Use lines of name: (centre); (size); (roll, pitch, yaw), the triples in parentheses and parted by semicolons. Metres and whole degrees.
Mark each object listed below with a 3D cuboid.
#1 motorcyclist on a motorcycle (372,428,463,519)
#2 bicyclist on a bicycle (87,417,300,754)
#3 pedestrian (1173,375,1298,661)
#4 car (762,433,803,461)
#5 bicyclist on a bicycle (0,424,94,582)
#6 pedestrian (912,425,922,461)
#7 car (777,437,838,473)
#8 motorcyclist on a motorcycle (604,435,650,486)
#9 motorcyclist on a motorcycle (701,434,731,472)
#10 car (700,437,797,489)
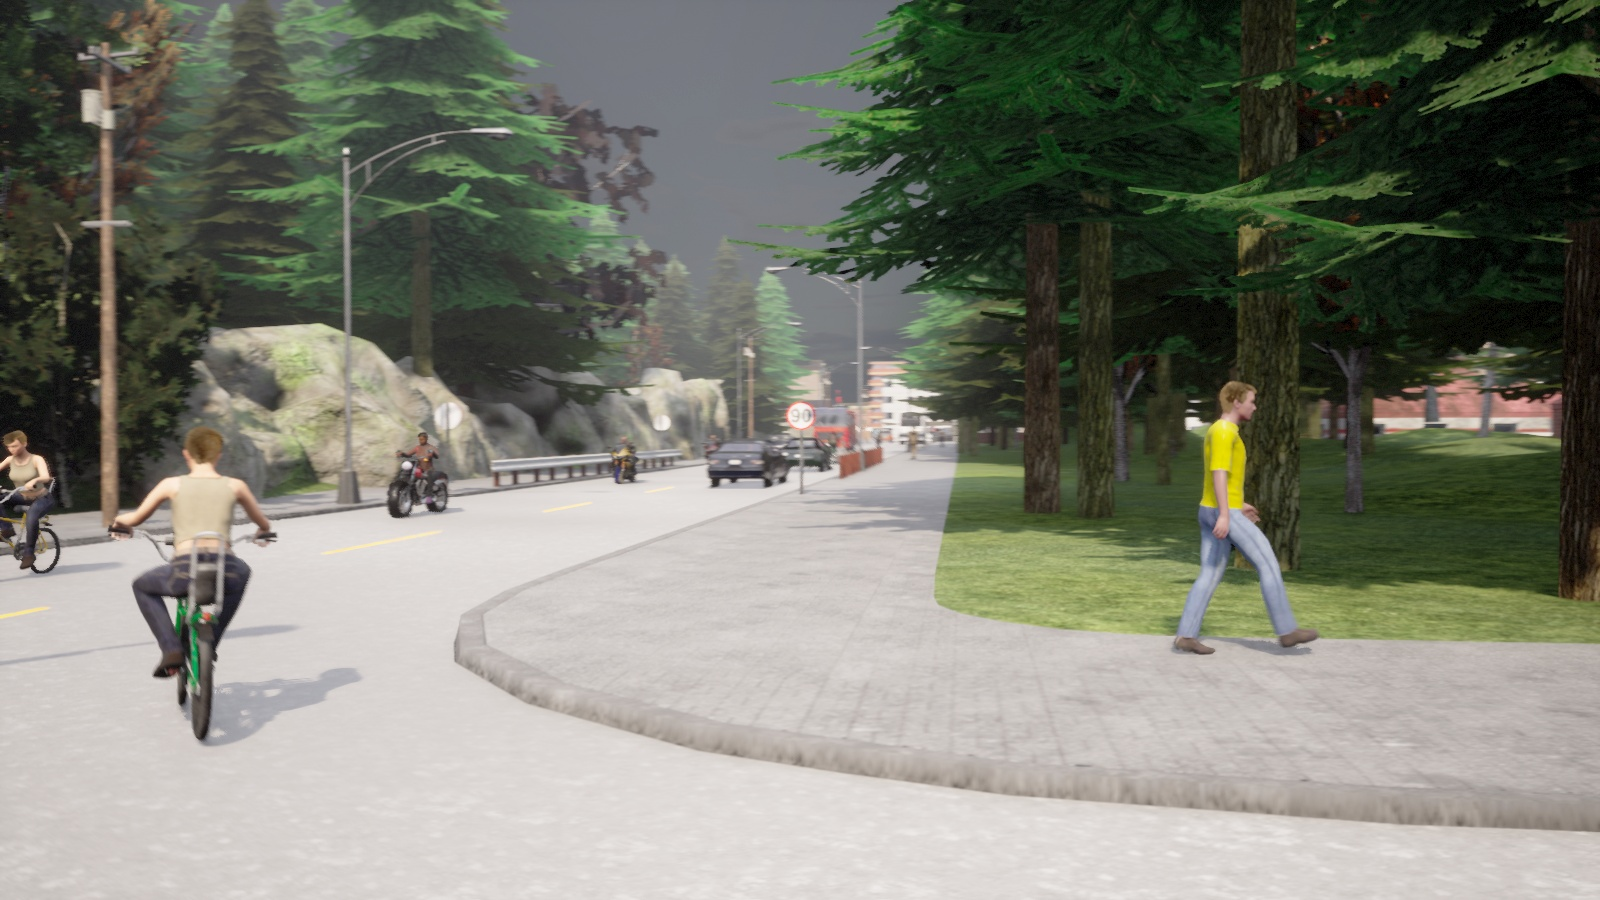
motorcyclist on a motorcycle: (-7.252, 0.407, 23.960); (0.766, 1.649, 2.350); (0, 1, 7)
bicyclist on a bicycle: (-3.353, 0.652, 6.871); (0.866, 1.612, 1.509); (3, 0, -30)
pedestrian: (2.856, 0.435, 8.276); (0.706, 1.836, 0.354); (0, 1, 8)
car: (-0.982, -0.207, 72.115); (1.789, 1.549, 3.705); (0, 1, 8)
bicyclist on a bicycle: (-8.547, 0.531, 13.596); (0.866, 1.612, 1.509); (1, 1, 6)
pedestrian: (6.227, -0.368, 67.029); (0.396, 1.930, 0.692); (1, 1, 16)
car: (0.357, 0.171, 51.724); (1.994, 1.385, 4.181); (0, 1, 7)
motorcyclist on a motorcycle: (-5.340, 0.294, 38.811); (0.866, 1.530, 2.191); (0, 1, 7)
motorcyclist on a motorcycle: (-3.532, 0.107, 52.853); (0.866, 1.530, 2.191); (0, 1, 7)
car: (-1.442, 0.339, 37.760); (2.033, 1.411, 5.357); (0, 1, 7)
